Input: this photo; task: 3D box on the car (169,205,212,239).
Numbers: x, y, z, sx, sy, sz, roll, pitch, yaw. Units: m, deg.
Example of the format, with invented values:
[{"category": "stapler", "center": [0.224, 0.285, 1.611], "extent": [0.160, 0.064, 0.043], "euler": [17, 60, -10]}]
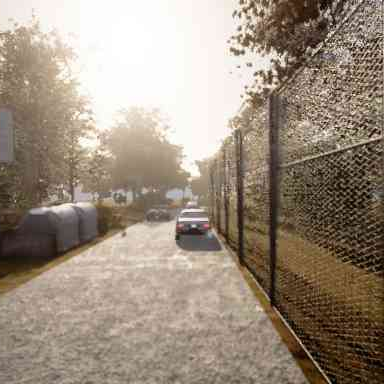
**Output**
[{"category": "car", "center": [0.072, 1.619, 17.699], "extent": [2.033, 1.411, 5.357], "euler": [0, -1, 0]}]

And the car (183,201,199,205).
[{"category": "car", "center": [0.090, 1.899, 39.367], "extent": [1.812, 1.442, 4.674], "euler": [0, -1, 1]}]

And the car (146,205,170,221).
[{"category": "car", "center": [-2.902, 1.810, 29.730], "extent": [1.895, 1.301, 4.718], "euler": [0, -1, 0]}]

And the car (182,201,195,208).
[{"category": "car", "center": [-0.795, 2.632, 70.449], "extent": [2.128, 1.511, 4.902], "euler": [0, -2, 7]}]
